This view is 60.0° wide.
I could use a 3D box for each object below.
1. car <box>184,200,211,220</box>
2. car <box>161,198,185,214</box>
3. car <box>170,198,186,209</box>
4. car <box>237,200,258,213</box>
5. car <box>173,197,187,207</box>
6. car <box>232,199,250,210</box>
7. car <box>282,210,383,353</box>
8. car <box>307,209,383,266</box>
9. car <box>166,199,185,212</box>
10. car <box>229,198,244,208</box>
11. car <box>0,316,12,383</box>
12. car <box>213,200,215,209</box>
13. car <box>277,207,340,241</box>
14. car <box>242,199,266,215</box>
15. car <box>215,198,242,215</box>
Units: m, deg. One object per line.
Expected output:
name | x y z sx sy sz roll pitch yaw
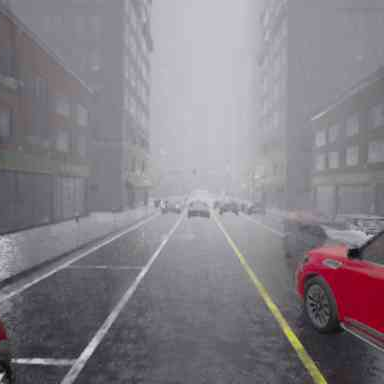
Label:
car | 0.572 1.506 29.100 1.882 1.535 5.008 1 0 1
car | -2.086 1.443 34.618 1.967 1.590 4.097 0 0 1
car | -1.856 1.569 45.626 2.008 1.369 4.403 0 0 1
car | 6.552 1.655 39.943 1.887 1.381 4.507 0 0 1
car | -1.740 1.570 51.130 1.887 1.381 4.507 0 0 1
car | 6.667 1.662 45.447 1.887 1.381 4.507 0 0 1
car | 3.382 1.253 3.853 2.150 2.045 5.566 0 0 -11
car | 5.975 1.518 12.424 1.967 1.590 4.097 0 0 1
car | -1.971 1.576 40.122 1.947 1.339 4.313 0 0 1
car | 6.782 1.670 50.951 1.887 1.381 4.507 0 0 1
car | -2.778 1.409 1.594 1.967 1.590 4.097 0 0 1
car | 3.927 1.563 45.647 1.882 1.535 5.008 1 0 1
car | 6.090 1.628 17.927 1.887 1.381 4.507 0 0 1
car | 6.436 1.669 34.439 1.947 1.339 4.313 0 0 1
car | 3.730 1.577 34.582 1.837 1.490 4.892 1 0 2
